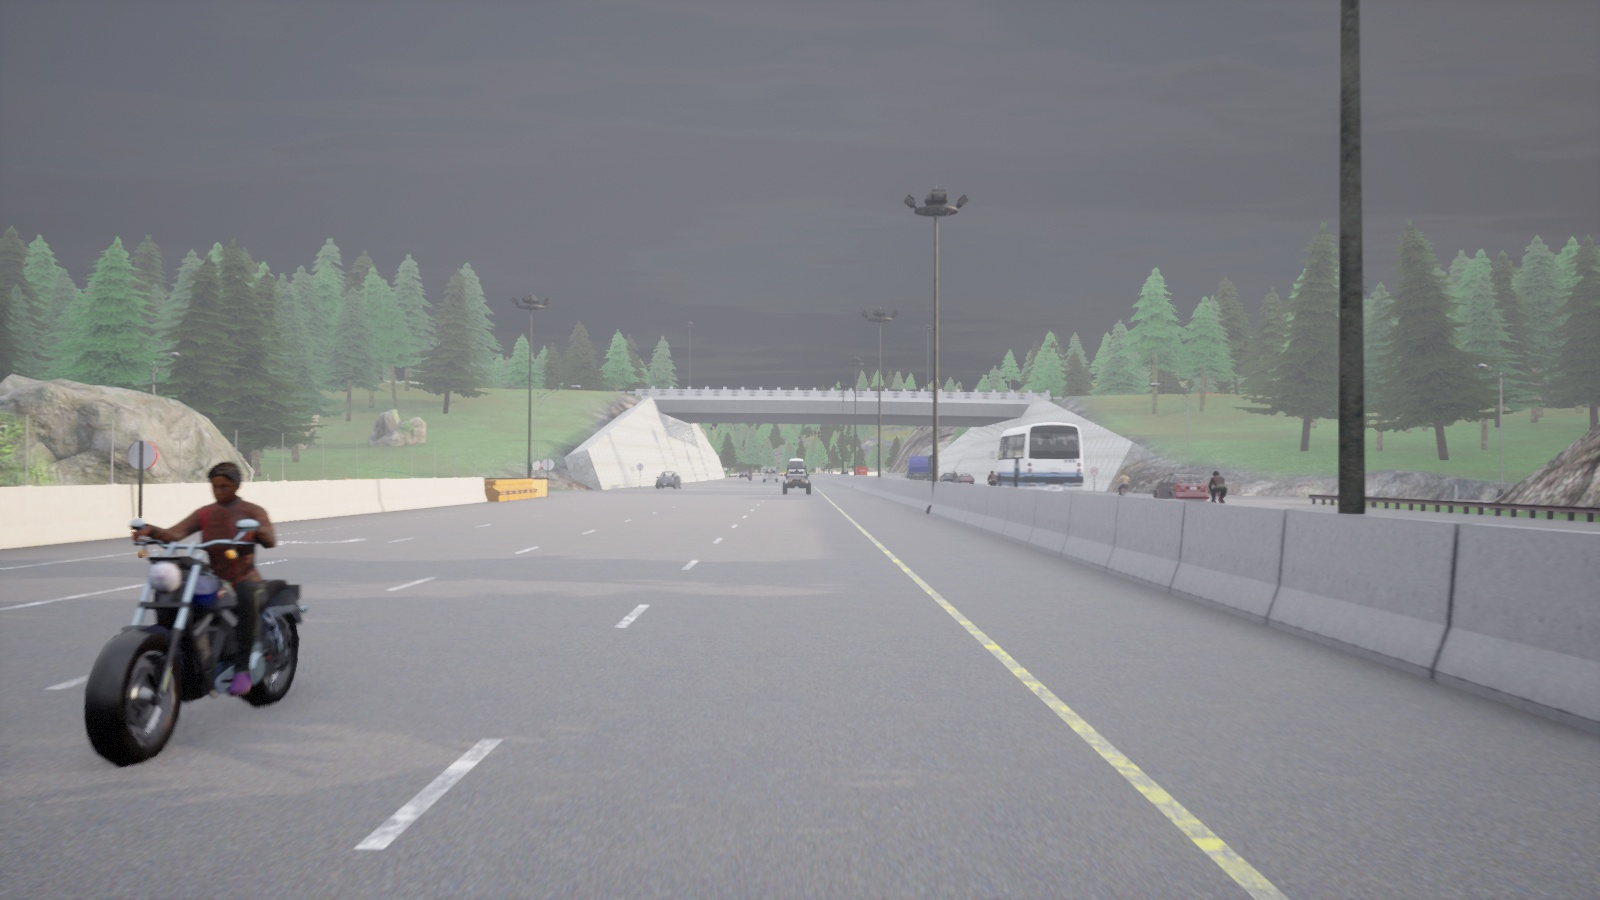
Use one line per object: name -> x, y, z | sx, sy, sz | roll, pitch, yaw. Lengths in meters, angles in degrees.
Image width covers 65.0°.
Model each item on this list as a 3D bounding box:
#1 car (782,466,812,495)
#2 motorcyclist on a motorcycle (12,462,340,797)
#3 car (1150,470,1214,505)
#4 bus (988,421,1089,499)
car -> -0.200, 1.989, 82.335 | 1.905, 1.878, 3.866 | 0, -1, 0
motorcyclist on a motorcycle -> -3.518, 0.903, 7.395 | 0.766, 1.649, 2.350 | 0, -1, 0
car -> 17.361, 1.682, 57.259 | 1.789, 1.549, 3.705 | 0, -1, 0
bus -> 13.816, 0.617, 73.741 | 3.944, 4.253, 10.273 | 0, -1, 0
